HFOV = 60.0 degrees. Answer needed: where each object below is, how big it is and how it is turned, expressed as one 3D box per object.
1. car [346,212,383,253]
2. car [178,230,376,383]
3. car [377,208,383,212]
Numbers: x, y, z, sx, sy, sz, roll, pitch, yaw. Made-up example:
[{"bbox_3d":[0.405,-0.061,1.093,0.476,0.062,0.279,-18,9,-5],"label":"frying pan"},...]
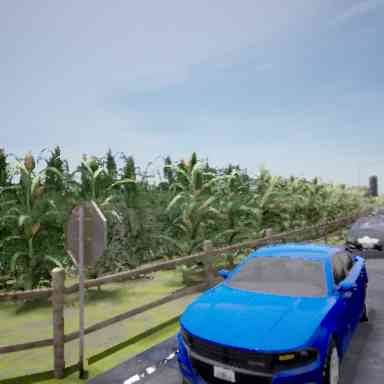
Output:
[{"bbox_3d":[8.199,1.872,14.939,2.128,1.511,4.902,-3,-3,34],"label":"car"},{"bbox_3d":[1.713,1.670,5.579,1.882,1.535,5.008,-3,-3,34],"label":"car"},{"bbox_3d":[14.416,1.925,24.310,2.097,1.767,4.553,-3,-3,32],"label":"car"}]
